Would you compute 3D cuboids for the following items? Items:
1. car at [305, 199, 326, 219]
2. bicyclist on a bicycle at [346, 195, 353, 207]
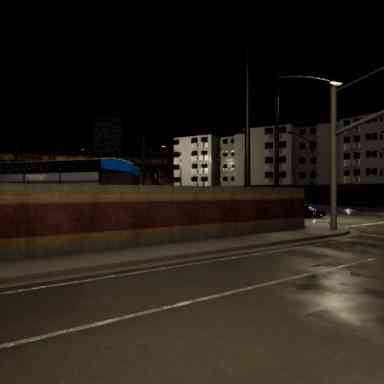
[{"bbox_3d":[9.538,1.352,29.564,2.097,1.767,4.553,0,0,-33],"label":"car"},{"bbox_3d":[22.109,1.300,46.637,1.656,1.620,0.582,0,0,-35],"label":"bicyclist on a bicycle"}]
